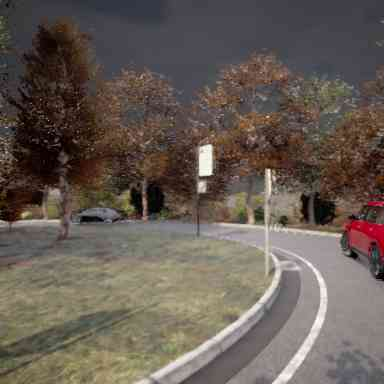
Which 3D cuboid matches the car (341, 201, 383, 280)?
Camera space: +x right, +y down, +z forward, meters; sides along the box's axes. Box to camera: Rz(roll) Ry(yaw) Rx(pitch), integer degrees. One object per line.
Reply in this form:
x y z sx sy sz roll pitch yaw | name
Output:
6.146 1.277 9.919 2.150 2.045 5.566 0 0 13 | car

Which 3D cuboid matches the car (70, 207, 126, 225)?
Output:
-8.138 2.047 28.805 4.902 1.511 2.128 0 -1 9 | car
